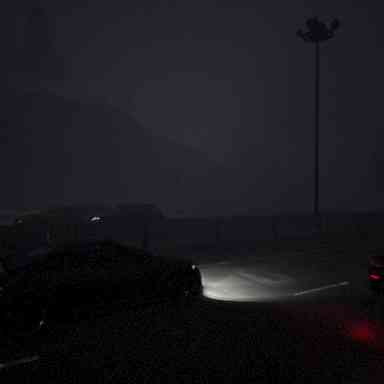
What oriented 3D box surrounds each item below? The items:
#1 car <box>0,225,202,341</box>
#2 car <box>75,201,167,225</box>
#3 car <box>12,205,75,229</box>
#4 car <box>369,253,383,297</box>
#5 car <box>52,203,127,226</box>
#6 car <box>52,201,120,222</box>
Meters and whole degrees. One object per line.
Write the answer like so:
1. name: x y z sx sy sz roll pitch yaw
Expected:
1. car: -1.856 1.579 6.567 4.181 1.385 1.994 1 0 -34
2. car: -3.640 1.411 18.170 4.553 1.767 2.097 1 0 -32
3. car: -7.856 1.536 19.617 4.892 1.490 1.837 1 -1 -33
4. car: 5.822 1.609 7.352 4.674 1.442 1.812 1 0 -31
5. car: -7.349 1.562 24.104 4.892 1.490 1.837 1 0 -32
6. car: -8.675 1.540 27.405 5.008 1.535 1.882 1 0 -31
